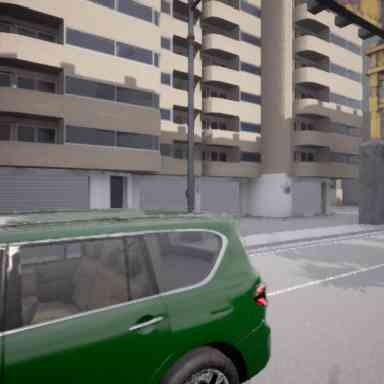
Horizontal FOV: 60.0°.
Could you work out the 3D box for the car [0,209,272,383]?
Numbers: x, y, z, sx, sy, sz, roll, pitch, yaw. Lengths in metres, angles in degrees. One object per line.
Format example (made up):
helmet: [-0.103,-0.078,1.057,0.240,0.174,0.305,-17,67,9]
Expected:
car: [-1.770,1.221,2.733,5.566,2.045,2.150,0,0,-35]

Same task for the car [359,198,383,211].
car: [19.625,1.294,34.404,1.853,1.218,4.536,0,0,-10]
